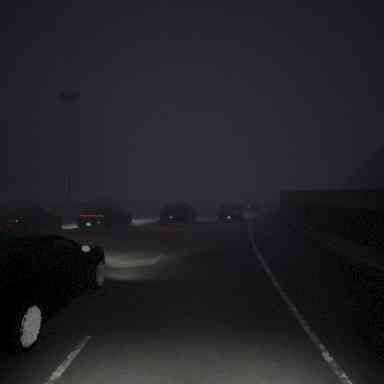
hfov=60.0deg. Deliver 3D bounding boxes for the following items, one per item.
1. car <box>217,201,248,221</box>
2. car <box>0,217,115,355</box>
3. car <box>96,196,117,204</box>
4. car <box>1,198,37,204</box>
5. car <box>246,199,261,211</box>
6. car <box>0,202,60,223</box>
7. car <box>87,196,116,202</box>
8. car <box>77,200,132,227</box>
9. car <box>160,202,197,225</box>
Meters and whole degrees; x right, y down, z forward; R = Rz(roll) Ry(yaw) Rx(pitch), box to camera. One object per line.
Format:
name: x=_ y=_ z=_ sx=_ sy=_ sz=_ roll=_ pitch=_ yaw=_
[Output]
car: x=3.261 y=1.626 z=27.175 sx=1.895 sy=1.301 sz=4.718 roll=0 pitch=0 yaw=12
car: x=-3.121 y=1.475 z=6.146 sx=1.882 sy=1.535 sz=5.008 roll=0 pitch=0 yaw=3
car: x=-16.913 y=1.523 z=66.145 sx=1.994 sy=1.385 sz=4.181 roll=0 pitch=0 yaw=24
car: x=-19.593 y=1.474 z=37.524 sx=2.128 sy=1.511 sz=4.902 roll=0 pitch=0 yaw=15
car: x=7.630 y=1.570 z=42.376 sx=1.812 sy=1.442 sz=4.674 roll=0 pitch=0 yaw=19
car: x=-8.970 y=1.518 z=18.233 sx=1.812 sy=1.442 sz=4.674 roll=0 pitch=0 yaw=7
car: x=-13.119 y=1.496 z=47.127 sx=2.128 sy=1.511 sz=4.902 roll=0 pitch=0 yaw=19
car: x=-5.151 y=1.494 z=20.132 sx=2.128 sy=1.511 sz=4.902 roll=0 pitch=0 yaw=9
car: x=-0.905 y=1.491 z=24.187 sx=1.882 sy=1.535 sz=5.008 roll=0 pitch=0 yaw=11
